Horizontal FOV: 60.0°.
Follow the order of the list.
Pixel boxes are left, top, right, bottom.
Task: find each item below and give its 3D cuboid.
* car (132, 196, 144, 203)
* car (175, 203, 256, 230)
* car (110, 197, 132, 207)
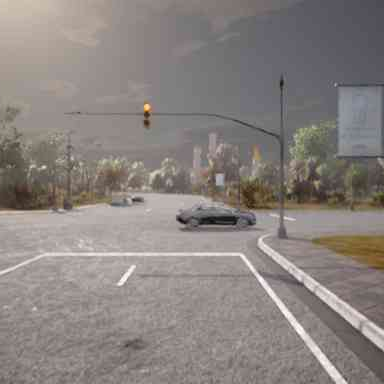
[{"bbox_3d":[-10.480,1.384,64.214,1.895,1.301,4.718,0,1,1],"label":"car"},{"bbox_3d":[1.420,1.451,20.255,4.902,1.511,2.128,0,0,-3],"label":"car"},{"bbox_3d":[-10.551,1.456,48.573,1.994,1.385,4.181,0,0,0],"label":"car"}]
